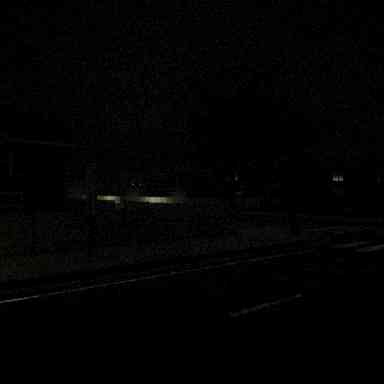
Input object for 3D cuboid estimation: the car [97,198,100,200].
[{"bbox_3d":[-16.039,1.655,54.243,1.994,1.385,4.181,0,0,-35],"label":"car"}]
